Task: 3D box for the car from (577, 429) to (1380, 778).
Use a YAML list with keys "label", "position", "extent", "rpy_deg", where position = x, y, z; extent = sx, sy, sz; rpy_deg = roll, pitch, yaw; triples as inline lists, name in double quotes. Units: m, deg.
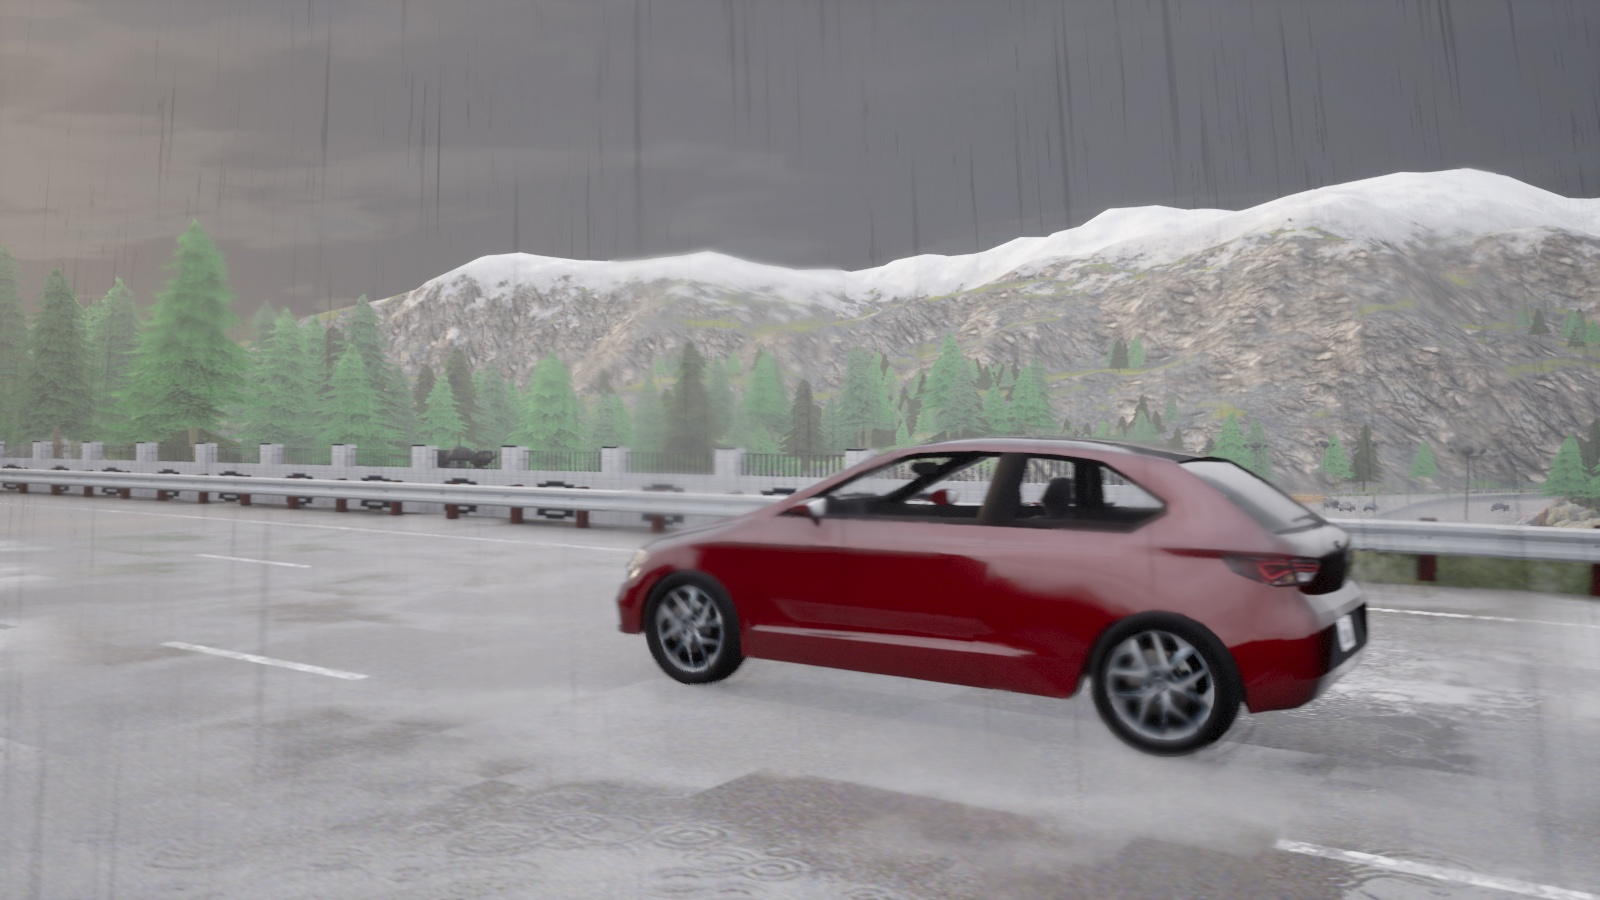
- label: "car"
  position: [0.899, 0.638, 7.228]
  extent: [4.193, 1.474, 1.816]
  rpy_deg: [0, 1, 34]
